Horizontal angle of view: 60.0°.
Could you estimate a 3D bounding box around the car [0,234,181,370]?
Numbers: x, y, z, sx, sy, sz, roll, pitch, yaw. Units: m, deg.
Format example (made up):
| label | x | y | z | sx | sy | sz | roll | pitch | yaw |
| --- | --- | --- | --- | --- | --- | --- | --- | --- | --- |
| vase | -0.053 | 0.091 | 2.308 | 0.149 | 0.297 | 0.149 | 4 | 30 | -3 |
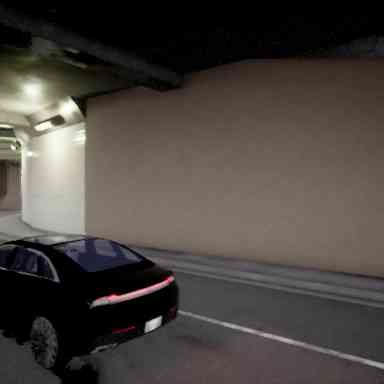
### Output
| label | x | y | z | sx | sy | sz | roll | pitch | yaw |
| --- | --- | --- | --- | --- | --- | --- | --- | --- | --- |
| car | -2.465 | 1.486 | 5.720 | 4.902 | 1.511 | 2.128 | 0 | 0 | 36 |
